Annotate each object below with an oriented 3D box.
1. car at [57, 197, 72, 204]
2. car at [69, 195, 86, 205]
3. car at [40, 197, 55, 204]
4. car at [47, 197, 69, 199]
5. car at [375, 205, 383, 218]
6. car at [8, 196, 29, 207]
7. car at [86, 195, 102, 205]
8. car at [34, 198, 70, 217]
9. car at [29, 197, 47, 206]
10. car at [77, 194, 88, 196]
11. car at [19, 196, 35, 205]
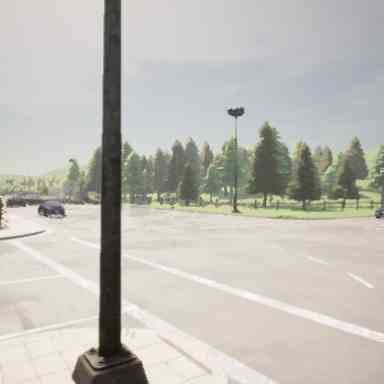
[{"bbox_3d":[-26.669,1.733,69.335,1.994,1.385,4.181,1,0,-35],"label":"car"},{"bbox_3d":[-21.622,1.780,62.174,1.895,1.301,4.718,1,0,-34],"label":"car"},{"bbox_3d":[-29.001,1.742,66.543,1.895,1.301,4.718,1,0,-35],"label":"car"},{"bbox_3d":[-23.863,1.671,59.265,1.812,1.442,4.674,1,0,-34],"label":"car"},{"bbox_3d":[19.693,1.679,32.153,4.553,1.767,2.097,1,0,-35],"label":"car"},{"bbox_3d":[-27.678,1.430,52.463,2.097,1.767,4.553,1,0,-35],"label":"car"},{"bbox_3d":[-17.984,1.812,63.075,1.895,1.301,4.718,1,0,-35],"label":"car"},{"bbox_3d":[-13.401,1.598,31.738,1.812,1.442,4.674,1,0,-35],"label":"car"},{"bbox_3d":[-27.409,1.591,58.240,1.882,1.535,5.008,1,0,-35],"label":"car"},{"bbox_3d":[-23.600,1.438,71.063,2.150,2.045,5.566,1,0,-35],"label":"car"},{"bbox_3d":[-32.766,1.636,65.860,2.128,1.511,4.902,1,0,-35],"label":"car"}]
